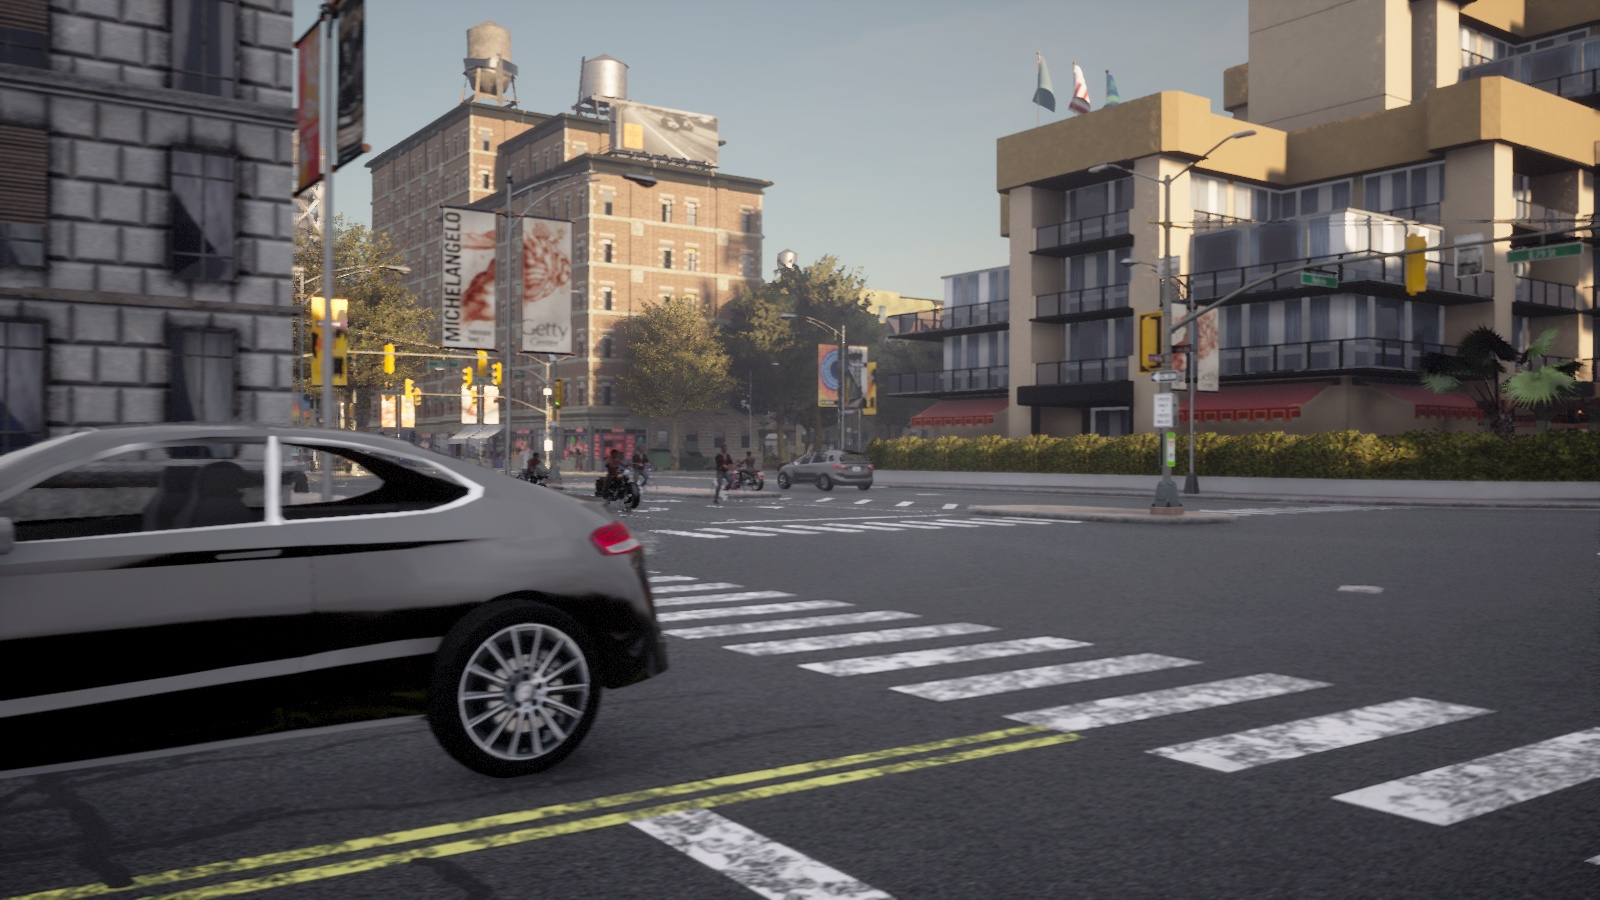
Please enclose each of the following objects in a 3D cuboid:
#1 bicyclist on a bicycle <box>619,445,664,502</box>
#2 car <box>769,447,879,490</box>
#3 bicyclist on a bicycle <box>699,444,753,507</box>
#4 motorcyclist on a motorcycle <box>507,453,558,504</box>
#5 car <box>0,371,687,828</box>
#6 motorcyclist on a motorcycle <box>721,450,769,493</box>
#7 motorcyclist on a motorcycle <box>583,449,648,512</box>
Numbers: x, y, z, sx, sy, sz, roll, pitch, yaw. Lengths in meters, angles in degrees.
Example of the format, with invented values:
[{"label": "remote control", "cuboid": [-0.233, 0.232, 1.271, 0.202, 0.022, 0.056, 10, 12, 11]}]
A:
[{"label": "bicyclist on a bicycle", "cuboid": [-5.096, 0.737, 40.317, 0.659, 1.776, 1.843, 0, 0, -35]}, {"label": "car", "cuboid": [0.946, 0.734, 51.688, 2.242, 1.667, 4.611, 0, 0, -35]}, {"label": "bicyclist on a bicycle", "cuboid": [-2.147, 0.721, 36.148, 0.659, 1.776, 1.843, 0, 0, -35]}, {"label": "motorcyclist on a motorcycle", "cuboid": [-8.272, 0.849, 38.747, 0.797, 1.523, 2.044, 0, 0, -35]}, {"label": "car", "cuboid": [-3.224, 0.544, 5.625, 5.027, 1.651, 2.152, 0, 0, -36]}, {"label": "motorcyclist on a motorcycle", "cuboid": [-2.218, 0.840, 50.104, 0.766, 1.649, 2.350, 0, 0, -35]}, {"label": "motorcyclist on a motorcycle", "cuboid": [-5.035, 0.800, 34.169, 0.766, 1.649, 2.350, 0, 0, -35]}]
